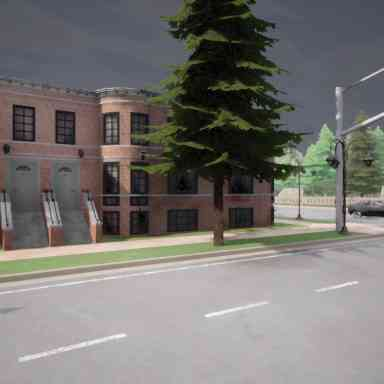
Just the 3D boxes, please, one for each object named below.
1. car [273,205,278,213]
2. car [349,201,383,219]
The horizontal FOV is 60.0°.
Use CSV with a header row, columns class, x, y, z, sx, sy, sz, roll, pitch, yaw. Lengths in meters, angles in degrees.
class,x,y,z,sx,sy,sz,roll,pitch,yaw
car,6.744,1.596,34.827,1.895,1.301,4.718,0,0,-30
car,15.288,1.486,27.050,2.128,1.511,4.902,0,0,-30
